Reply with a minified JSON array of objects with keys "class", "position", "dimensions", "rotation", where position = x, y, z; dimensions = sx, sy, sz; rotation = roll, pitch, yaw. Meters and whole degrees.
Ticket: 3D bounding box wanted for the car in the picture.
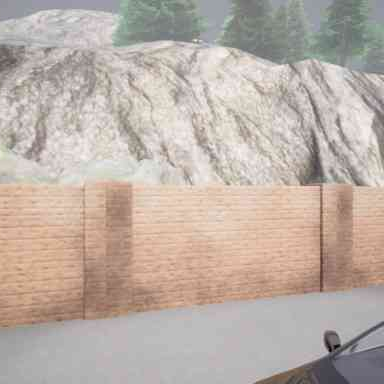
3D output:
[{"class":"car","position":[2.083,1.492,1.955],"dimensions":[4.902,1.511,2.128],"rotation":[0,0,-19]}]
